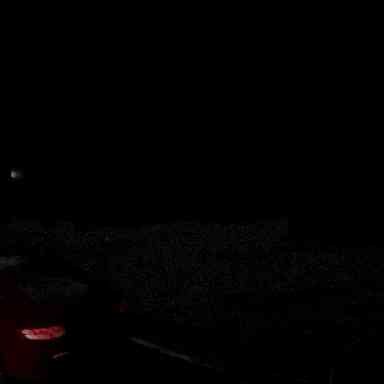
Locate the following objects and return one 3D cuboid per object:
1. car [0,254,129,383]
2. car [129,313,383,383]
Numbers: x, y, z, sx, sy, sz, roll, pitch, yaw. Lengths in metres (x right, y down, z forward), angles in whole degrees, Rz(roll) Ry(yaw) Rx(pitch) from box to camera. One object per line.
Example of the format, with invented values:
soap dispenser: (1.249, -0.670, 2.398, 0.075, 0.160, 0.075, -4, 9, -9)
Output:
car: (-2.740, 1.628, 5.037, 4.206, 1.307, 1.802, -1, 0, 36)
car: (1.850, 1.435, 1.760, 4.097, 1.590, 1.967, -1, 0, 36)
